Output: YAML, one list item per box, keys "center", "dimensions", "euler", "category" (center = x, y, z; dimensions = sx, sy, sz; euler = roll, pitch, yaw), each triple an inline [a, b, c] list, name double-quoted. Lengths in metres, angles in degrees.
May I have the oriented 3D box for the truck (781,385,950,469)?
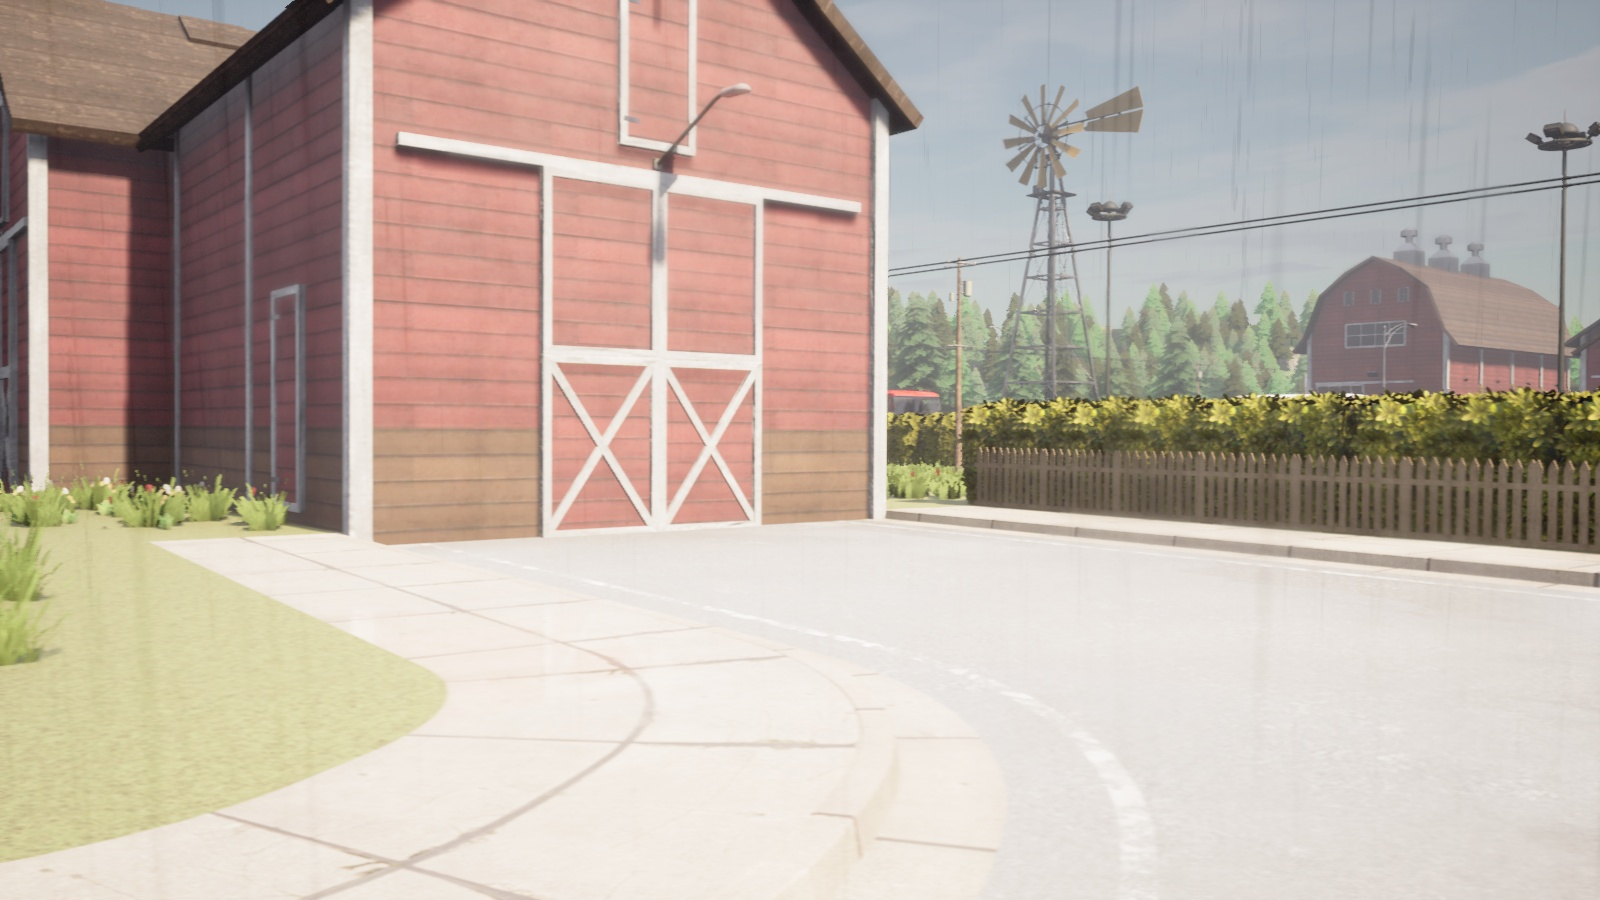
- center: [2.733, -1.002, 55.491]
  dimensions: [2.891, 3.462, 7.936]
  euler: [-2, 1, -38]
  category: "truck"
